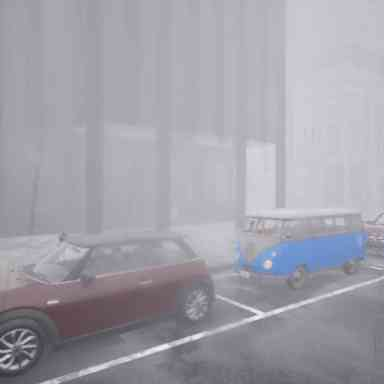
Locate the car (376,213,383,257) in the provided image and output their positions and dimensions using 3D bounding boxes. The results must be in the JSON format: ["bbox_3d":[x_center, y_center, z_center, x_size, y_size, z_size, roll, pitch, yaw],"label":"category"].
[{"bbox_3d":[7.472,1.425,11.992,4.097,1.590,1.967,0,0,-36],"label":"car"}]

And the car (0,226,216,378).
[{"bbox_3d":[-1.641,1.438,5.475,4.097,1.590,1.967,0,0,-36],"label":"car"}]

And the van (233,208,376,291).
[{"bbox_3d":[2.915,1.332,8.733,3.998,1.788,1.690,0,0,-36],"label":"van"}]
